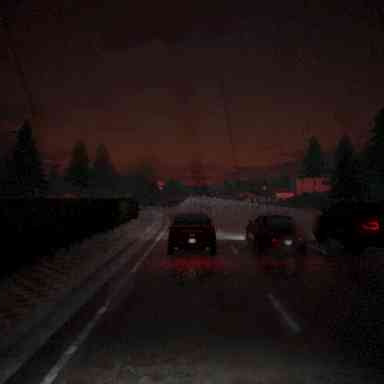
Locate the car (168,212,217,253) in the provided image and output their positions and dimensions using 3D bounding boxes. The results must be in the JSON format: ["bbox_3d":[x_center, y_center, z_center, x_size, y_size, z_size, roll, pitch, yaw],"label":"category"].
[{"bbox_3d":[0.011,1.615,14.481,1.882,1.535,5.008,0,0,0],"label":"car"}]

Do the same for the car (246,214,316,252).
[{"bbox_3d":[3.511,1.663,14.377,1.812,1.442,4.674,0,0,0],"label":"car"}]

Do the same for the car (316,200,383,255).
[{"bbox_3d":[7.007,1.350,14.013,2.150,2.045,5.566,0,0,0],"label":"car"}]
